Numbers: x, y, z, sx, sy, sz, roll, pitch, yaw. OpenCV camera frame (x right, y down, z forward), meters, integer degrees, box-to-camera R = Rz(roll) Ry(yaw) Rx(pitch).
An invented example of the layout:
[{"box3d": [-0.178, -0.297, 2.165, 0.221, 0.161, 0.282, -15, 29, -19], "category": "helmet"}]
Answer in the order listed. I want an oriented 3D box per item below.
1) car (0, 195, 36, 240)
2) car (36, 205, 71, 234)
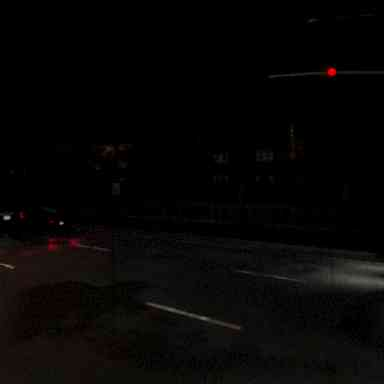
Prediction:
[{"box3d": [-9.812, 1.145, 15.281, 5.566, 2.045, 2.150, 0, 0, 35], "category": "car"}, {"box3d": [-8.727, 1.444, 18.787, 4.674, 1.442, 1.812, 0, 0, 35], "category": "car"}]
